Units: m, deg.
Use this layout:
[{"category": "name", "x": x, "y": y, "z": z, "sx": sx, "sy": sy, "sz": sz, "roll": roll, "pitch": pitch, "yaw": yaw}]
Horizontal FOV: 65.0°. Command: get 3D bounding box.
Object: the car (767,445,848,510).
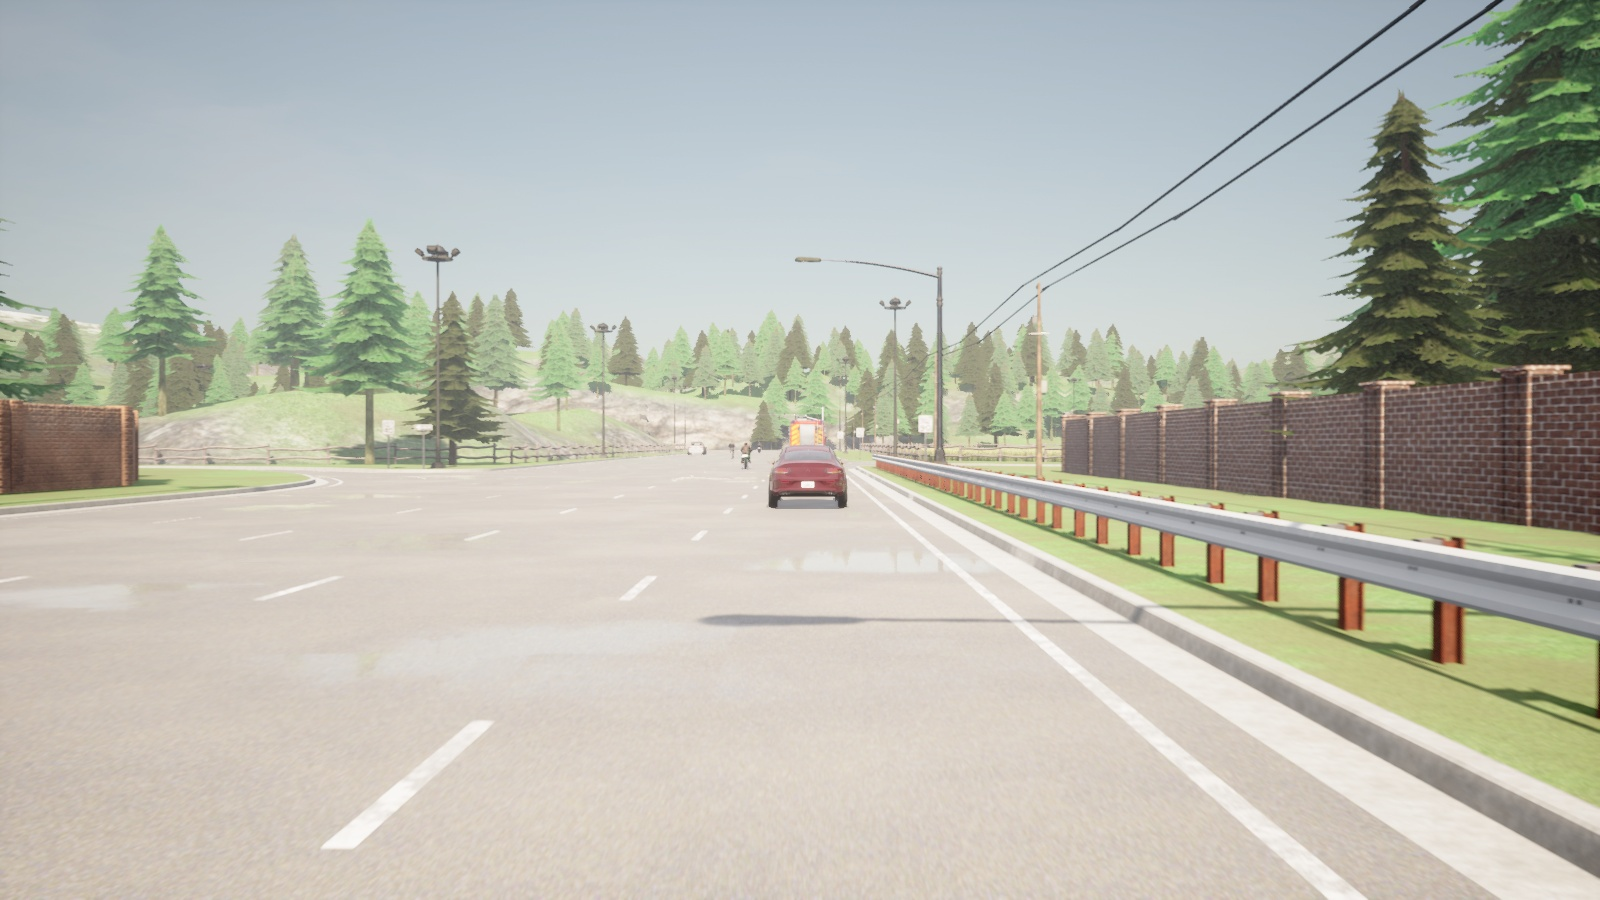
[{"category": "car", "x": 0.189, "y": 0.601, "z": 30.495, "sx": 1.812, "sy": 1.442, "sz": 4.674, "roll": 0, "pitch": 0, "yaw": 0}]
